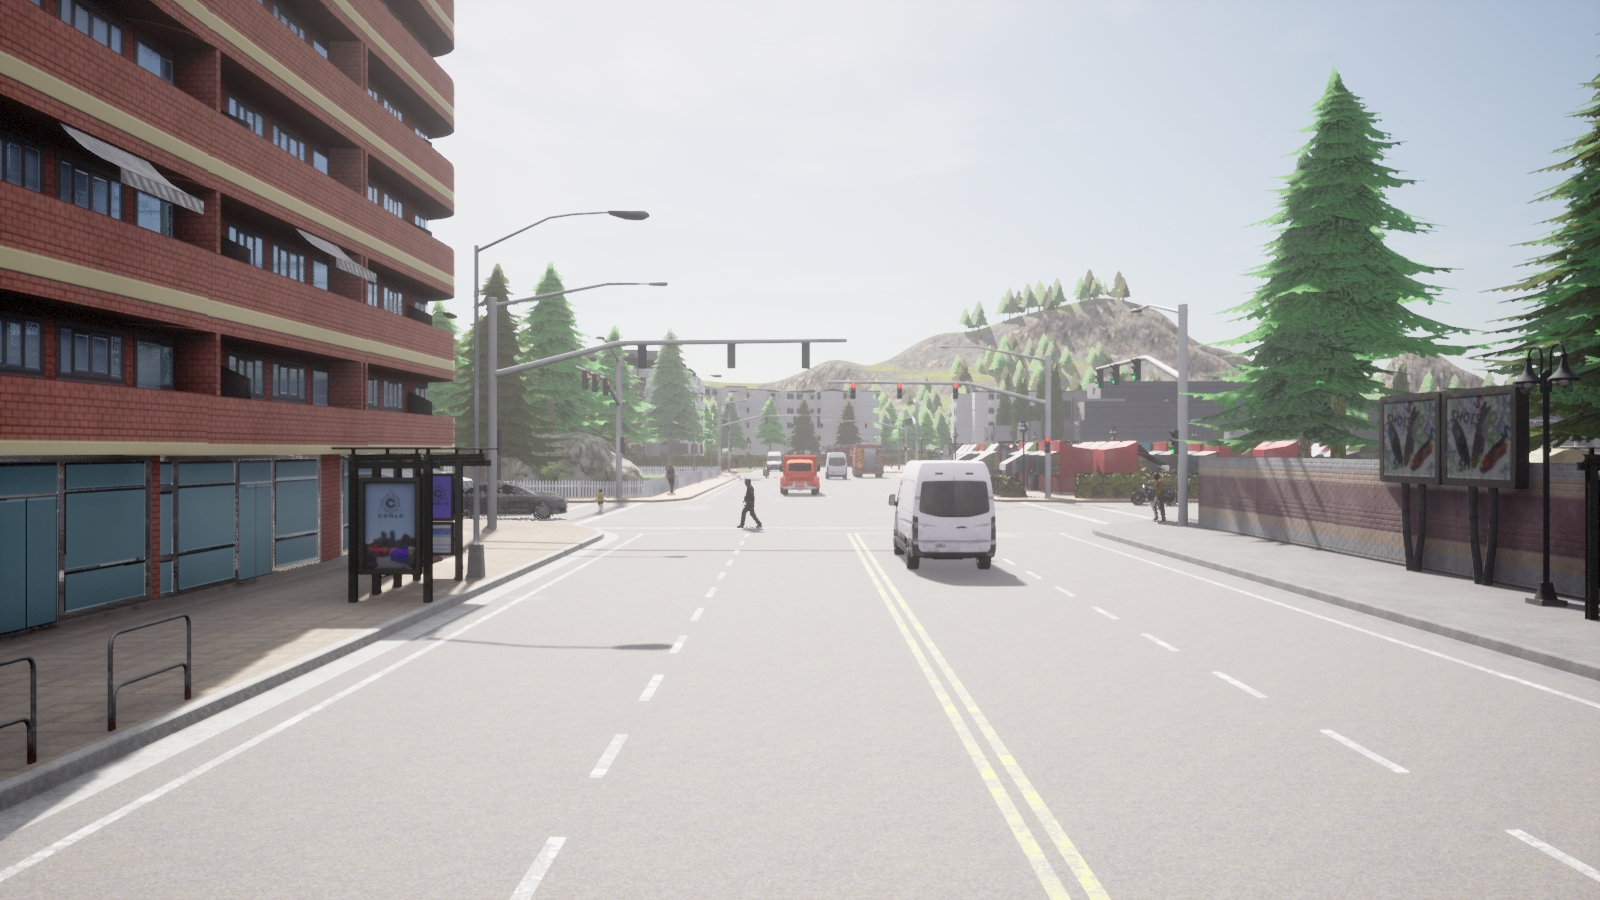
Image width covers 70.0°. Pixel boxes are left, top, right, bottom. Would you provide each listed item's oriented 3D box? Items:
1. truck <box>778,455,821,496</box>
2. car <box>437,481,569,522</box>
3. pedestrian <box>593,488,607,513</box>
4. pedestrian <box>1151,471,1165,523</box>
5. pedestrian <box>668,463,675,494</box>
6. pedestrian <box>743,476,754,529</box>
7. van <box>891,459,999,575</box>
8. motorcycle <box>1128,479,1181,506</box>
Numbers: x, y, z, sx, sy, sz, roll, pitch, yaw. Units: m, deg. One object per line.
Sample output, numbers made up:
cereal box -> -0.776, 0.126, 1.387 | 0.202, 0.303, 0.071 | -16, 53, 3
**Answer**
truck -> -0.006, 1.572, 72.541 | 2.627, 2.467, 5.204 | 0, 0, 0
car -> -11.697, 2.009, 45.325 | 4.892, 1.480, 2.231 | 0, 0, -10
pedestrian -> -8.637, 2.181, 49.402 | 0.500, 1.100, 0.500 | 0, 0, 0
pedestrian -> 12.854, 1.691, 40.975 | 0.375, 1.860, 0.375 | 0, 0, -2
pedestrian -> -7.731, 1.701, 68.607 | 0.375, 1.860, 0.375 | 0, 0, 0
pedestrian -> -1.828, 1.843, 40.280 | 0.375, 1.860, 0.375 | 0, 0, -3
van -> 3.505, 1.536, 28.720 | 1.988, 2.561, 5.915 | 0, 0, 0
motorcycle -> 17.582, 2.102, 56.689 | 2.356, 1.307, 0.764 | 0, 0, 0
